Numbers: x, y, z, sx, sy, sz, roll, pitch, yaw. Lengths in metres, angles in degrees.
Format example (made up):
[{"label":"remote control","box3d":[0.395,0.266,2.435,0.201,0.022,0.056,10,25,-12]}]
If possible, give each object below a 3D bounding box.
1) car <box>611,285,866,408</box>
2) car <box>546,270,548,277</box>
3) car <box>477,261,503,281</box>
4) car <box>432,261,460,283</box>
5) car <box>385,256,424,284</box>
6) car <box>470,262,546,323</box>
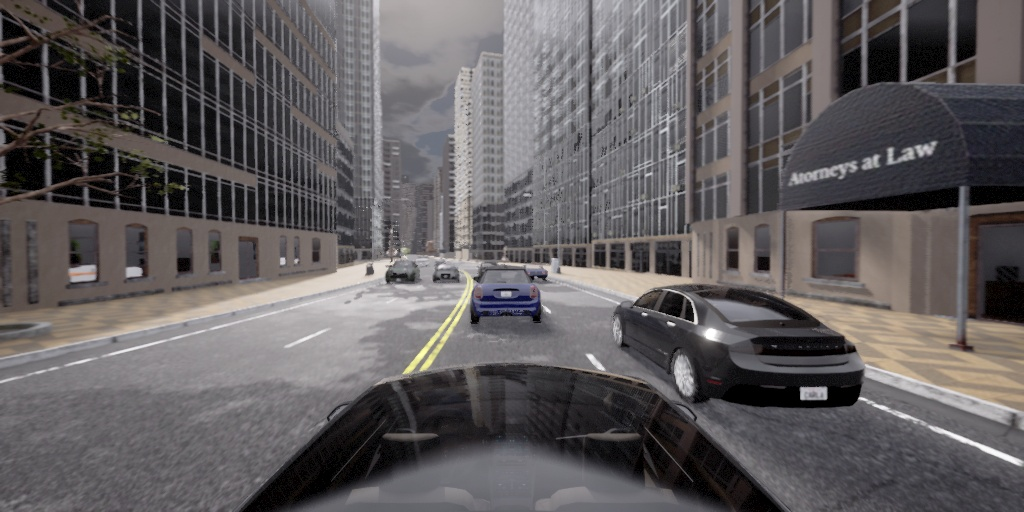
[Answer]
[{"label":"car","box3d":[3.219,1.246,6.313,1.837,1.490,4.892,0,0,-1]},{"label":"car","box3d":[1.532,1.320,29.230,1.895,1.301,4.718,0,0,-7]},{"label":"car","box3d":[-1.987,1.235,30.998,1.837,1.490,4.892,0,0,-8]},{"label":"car","box3d":[-5.097,1.311,28.172,1.994,1.385,4.181,0,0,-7]},{"label":"car","box3d":[-8.302,1.112,27.590,2.097,1.767,4.553,0,0,-7]},{"label":"car","box3d":[-0.266,1.098,12.300,2.097,1.767,4.553,0,0,-3]}]
